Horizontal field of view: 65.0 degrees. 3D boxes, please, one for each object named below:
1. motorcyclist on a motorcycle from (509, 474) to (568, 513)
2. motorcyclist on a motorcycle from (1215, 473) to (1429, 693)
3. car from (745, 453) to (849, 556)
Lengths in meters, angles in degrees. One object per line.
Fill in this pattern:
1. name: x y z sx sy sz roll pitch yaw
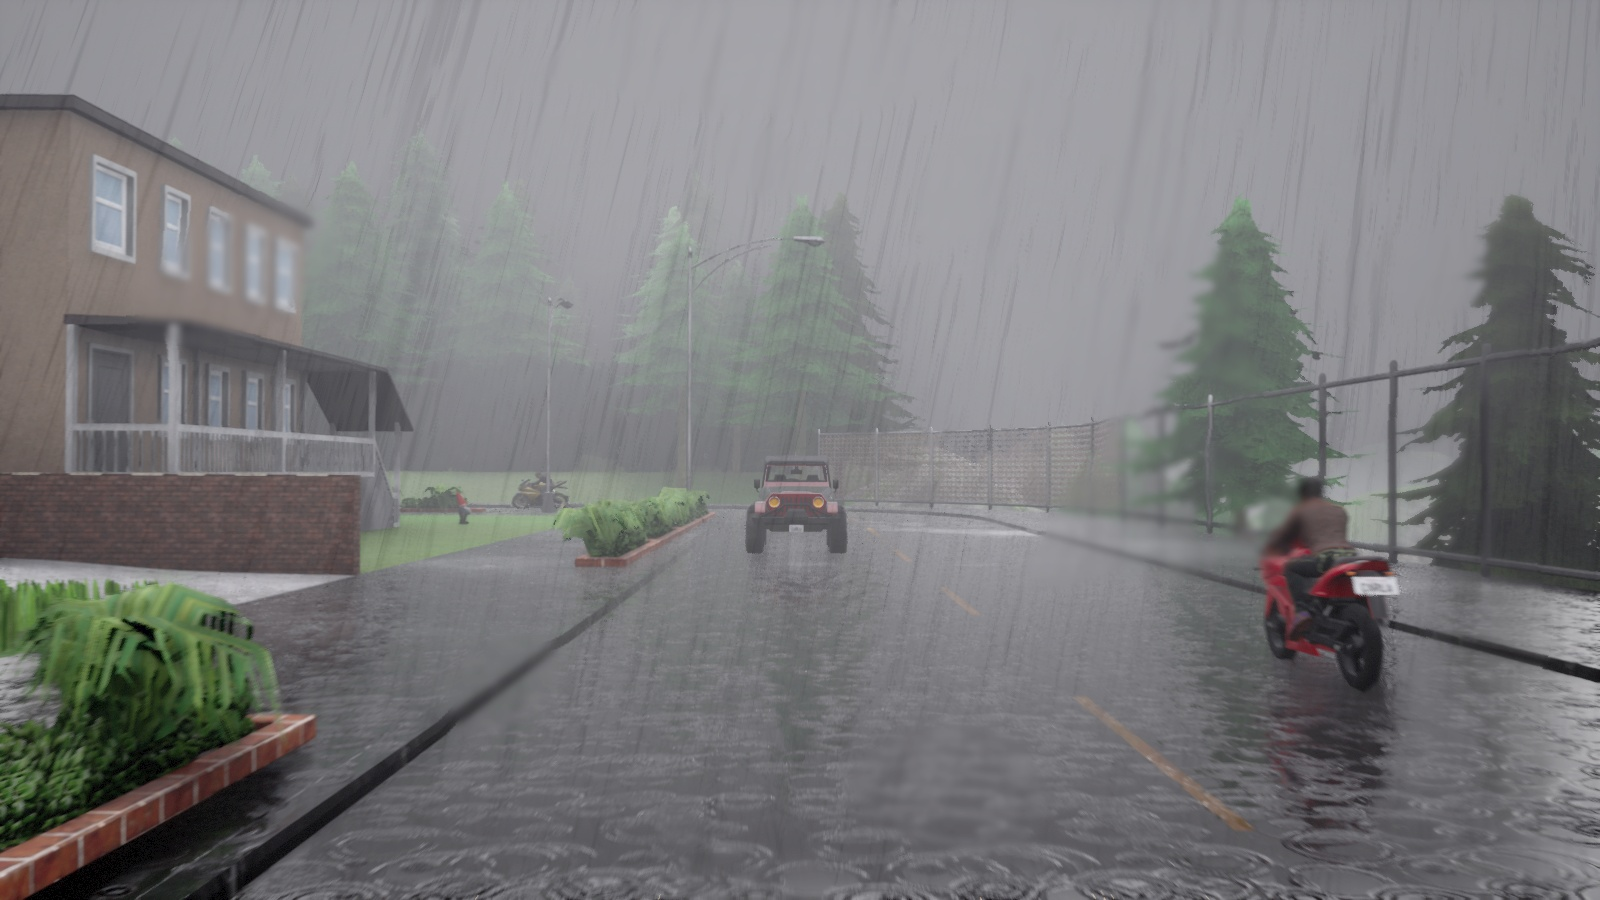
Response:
1. motorcyclist on a motorcycle: -10.465 1.735 50.367 2.191 1.530 0.866 0 -1 0
2. motorcyclist on a motorcycle: 3.976 0.945 9.782 0.797 1.523 2.044 0 -1 0
3. car: -0.061 1.029 24.963 1.905 1.878 3.866 0 -1 0
